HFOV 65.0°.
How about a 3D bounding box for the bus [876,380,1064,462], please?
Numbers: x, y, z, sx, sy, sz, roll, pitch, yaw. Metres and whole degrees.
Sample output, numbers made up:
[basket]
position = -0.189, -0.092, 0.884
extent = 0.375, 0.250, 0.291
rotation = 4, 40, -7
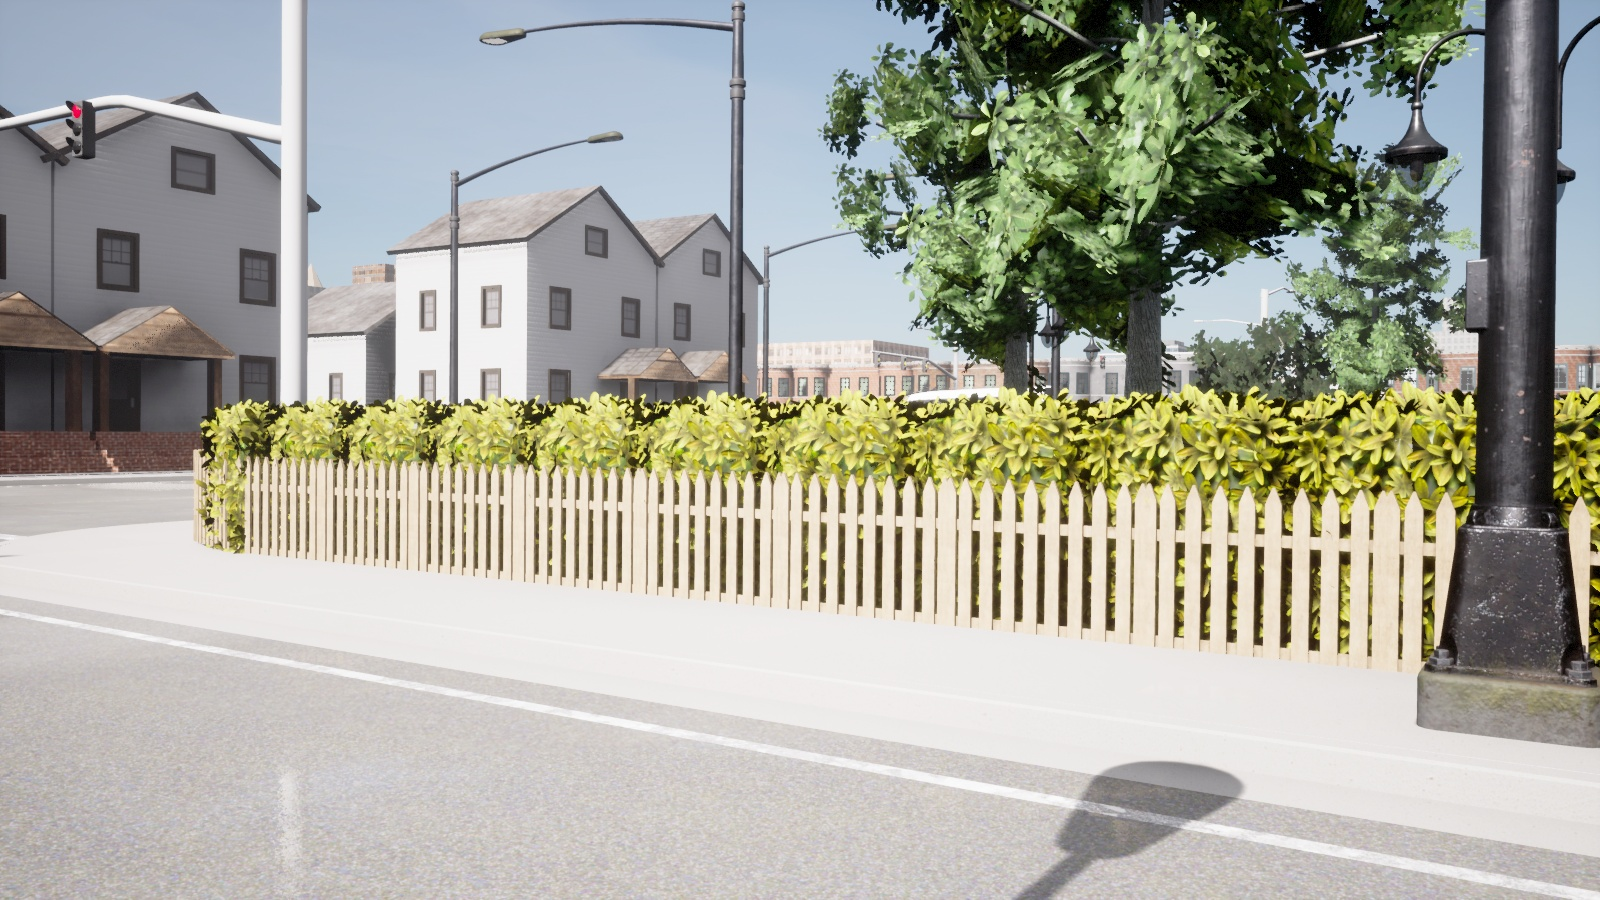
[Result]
[bus]
position = 10.061, -1.658, 75.117
extent = 10.273, 4.253, 3.944
rotation = -3, -1, 33
